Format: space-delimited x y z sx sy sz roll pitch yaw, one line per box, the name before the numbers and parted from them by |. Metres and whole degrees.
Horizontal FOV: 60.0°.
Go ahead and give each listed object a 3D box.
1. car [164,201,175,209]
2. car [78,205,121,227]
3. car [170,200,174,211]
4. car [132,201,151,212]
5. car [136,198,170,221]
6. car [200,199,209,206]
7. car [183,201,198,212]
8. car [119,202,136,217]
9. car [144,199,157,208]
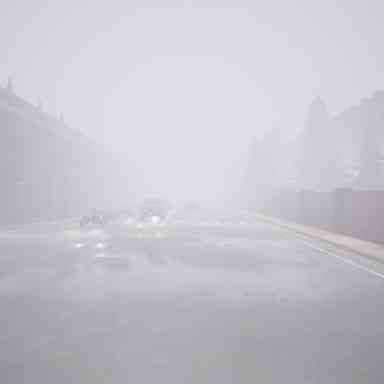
car | -4.062 2.253 60.360 1.895 1.301 4.718 0 -1 -1
car | -7.011 1.872 25.182 1.895 1.301 4.718 0 -1 -1
car | -3.775 1.937 41.225 2.128 1.511 4.902 0 -1 -1
car | -7.386 2.079 49.276 2.033 1.411 5.357 0 -1 0
car | -3.586 1.560 31.350 2.150 2.045 5.566 0 -1 -1
car | 2.709 2.260 72.200 1.882 1.535 5.008 0 -1 -1
car | -0.185 2.004 46.147 1.837 1.490 4.892 0 -1 -1
car | -7.186 1.868 36.230 1.882 1.535 5.008 0 -1 -1
car | -7.575 2.134 60.944 1.882 1.535 5.008 0 -1 -1
